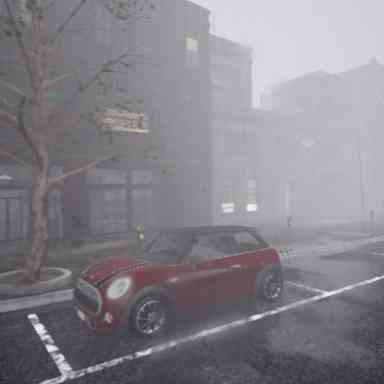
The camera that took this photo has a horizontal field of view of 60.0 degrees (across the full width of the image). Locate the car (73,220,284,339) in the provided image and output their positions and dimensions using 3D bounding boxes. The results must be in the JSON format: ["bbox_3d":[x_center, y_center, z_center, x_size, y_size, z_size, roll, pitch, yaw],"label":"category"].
[{"bbox_3d":[-0.139,1.423,6.465,4.097,1.590,1.967,0,0,-35],"label":"car"}]
